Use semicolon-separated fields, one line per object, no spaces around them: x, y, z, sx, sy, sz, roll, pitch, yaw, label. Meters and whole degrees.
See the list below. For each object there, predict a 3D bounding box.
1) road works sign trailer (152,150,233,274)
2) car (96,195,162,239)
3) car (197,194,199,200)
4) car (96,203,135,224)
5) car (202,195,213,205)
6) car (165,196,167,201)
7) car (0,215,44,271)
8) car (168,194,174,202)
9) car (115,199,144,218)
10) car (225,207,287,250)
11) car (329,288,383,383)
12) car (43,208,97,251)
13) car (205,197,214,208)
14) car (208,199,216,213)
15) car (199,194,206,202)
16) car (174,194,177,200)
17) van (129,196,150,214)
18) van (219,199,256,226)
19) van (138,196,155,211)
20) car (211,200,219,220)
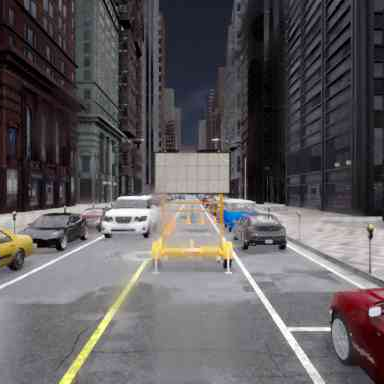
0.010;0.466;10.566;2.380;3.560;2.880;0;0;0;road works sign trailer
-3.083;1.225;17.626;2.150;2.045;5.566;0;0;0;car
2.840;1.606;81.983;1.752;1.417;4.829;0;0;0;car
-5.740;1.575;25.443;1.947;1.339;4.313;0;0;0;car
2.807;1.575;47.995;1.887;1.381;4.507;0;0;0;car
-5.713;1.351;53.625;2.192;1.841;5.009;0;0;0;car
-5.756;1.526;8.363;1.752;1.417;4.829;0;0;0;car
-5.691;1.615;76.172;1.887;1.381;4.507;0;0;0;car
-5.734;1.453;31.080;1.967;1.590;4.097;0;0;0;car
2.775;1.554;14.178;2.008;1.369;4.403;0;0;0;car
2.764;1.545;2.906;1.887;1.381;4.507;0;0;0;car
-5.750;1.569;14.169;1.947;1.339;4.313;0;0;0;car
2.796;1.569;36.723;2.008;1.369;4.403;0;0;0;car
2.791;1.595;31.087;1.802;1.307;4.206;0;0;0;car
2.817;1.359;59.268;2.192;1.841;5.009;0;0;0;car
-5.680;1.656;87.445;1.947;1.339;4.313;0;0;0;car
-5.729;1.359;36.716;1.690;1.788;3.998;0;0;0;van
2.780;1.346;19.814;1.690;1.788;3.998;0;0;0;van
-5.724;1.365;42.352;1.690;1.788;3.998;0;0;0;van
2.785;1.560;25.451;2.008;1.369;4.403;0;0;0;car
